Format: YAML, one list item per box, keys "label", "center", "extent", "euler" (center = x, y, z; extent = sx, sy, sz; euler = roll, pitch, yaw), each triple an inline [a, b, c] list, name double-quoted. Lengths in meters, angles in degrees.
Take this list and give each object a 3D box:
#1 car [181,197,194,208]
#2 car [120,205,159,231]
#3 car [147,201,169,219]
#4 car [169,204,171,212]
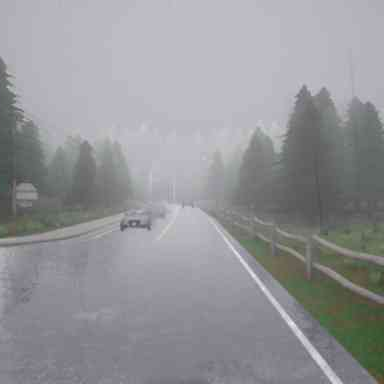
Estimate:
- label: "car"
  center: [-0.815, 1.995, 62.515]
  extent: [2.150, 2.045, 5.566]
  euler: [0, -1, -2]
- label: "car"
  center: [-3.621, 1.845, 22.820]
  extent: [1.994, 1.385, 4.181]
  euler: [0, -1, 0]
- label: "car"
  center: [-3.705, 1.761, 33.303]
  extent: [2.097, 1.767, 4.553]
  euler: [0, -1, -1]
- label: "car"
  center: [-4.051, 2.113, 47.208]
  extent: [1.812, 1.442, 4.674]
  euler: [0, -1, -2]
